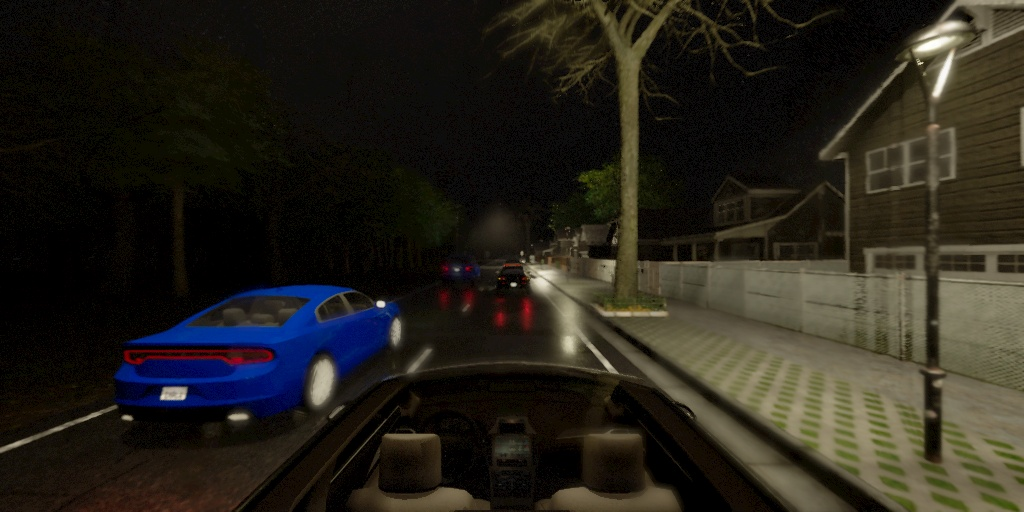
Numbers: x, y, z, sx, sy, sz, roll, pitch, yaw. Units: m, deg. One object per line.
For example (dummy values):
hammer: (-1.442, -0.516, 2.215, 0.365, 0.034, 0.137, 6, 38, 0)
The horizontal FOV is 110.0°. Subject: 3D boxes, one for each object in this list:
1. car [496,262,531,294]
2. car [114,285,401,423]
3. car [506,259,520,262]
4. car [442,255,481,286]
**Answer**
car: (0.083, 1.268, 20.198, 1.812, 1.442, 4.674, 0, 0, 0)
car: (-3.401, 1.228, 6.079, 1.882, 1.535, 5.008, 0, 0, 0)
car: (0.067, 1.074, 37.524, 2.097, 1.767, 4.553, 0, 0, 0)
car: (-3.421, 0.961, 24.964, 2.150, 2.045, 5.566, 0, 0, 0)
